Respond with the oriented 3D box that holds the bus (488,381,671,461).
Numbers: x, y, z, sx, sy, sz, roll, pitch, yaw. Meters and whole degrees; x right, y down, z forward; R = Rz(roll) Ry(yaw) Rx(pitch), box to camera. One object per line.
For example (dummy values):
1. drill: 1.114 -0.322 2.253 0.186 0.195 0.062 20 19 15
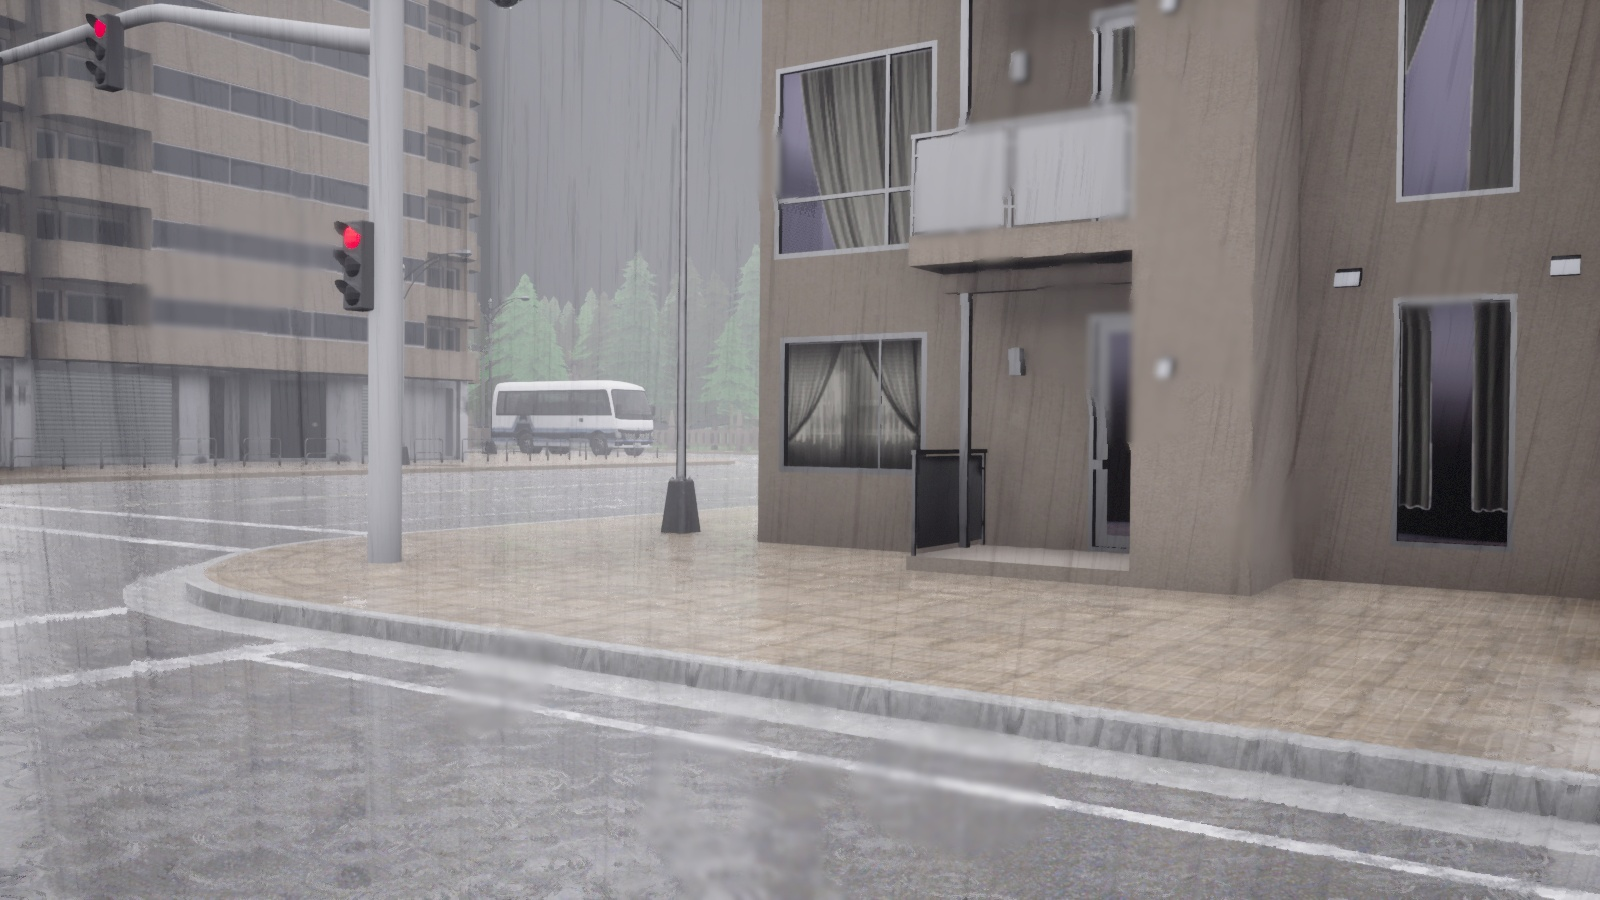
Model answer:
1. bus: -12.584 -1.558 71.143 10.273 4.253 3.944 0 1 34
